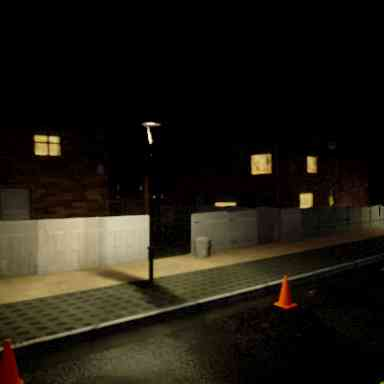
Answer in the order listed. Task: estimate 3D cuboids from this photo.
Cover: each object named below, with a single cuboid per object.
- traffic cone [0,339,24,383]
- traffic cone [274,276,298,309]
[{"bbox_3d":[-2.075,1.965,3.756,0.340,0.580,0.340,0,0,-36],"label":"traffic cone"},{"bbox_3d":[1.894,1.981,6.698,0.340,0.580,0.340,0,0,-37],"label":"traffic cone"}]
